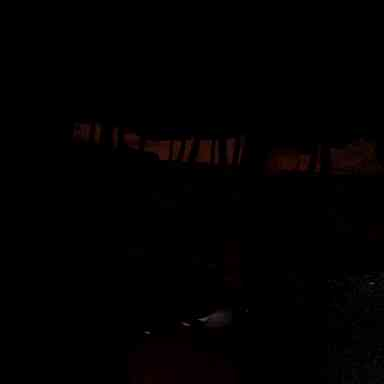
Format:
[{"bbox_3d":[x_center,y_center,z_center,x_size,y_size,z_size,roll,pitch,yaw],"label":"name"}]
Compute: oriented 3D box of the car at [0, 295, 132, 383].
[{"bbox_3d":[-2.600,1.347,1.249,4.902,1.511,2.128,0,5,-35],"label":"car"}]
